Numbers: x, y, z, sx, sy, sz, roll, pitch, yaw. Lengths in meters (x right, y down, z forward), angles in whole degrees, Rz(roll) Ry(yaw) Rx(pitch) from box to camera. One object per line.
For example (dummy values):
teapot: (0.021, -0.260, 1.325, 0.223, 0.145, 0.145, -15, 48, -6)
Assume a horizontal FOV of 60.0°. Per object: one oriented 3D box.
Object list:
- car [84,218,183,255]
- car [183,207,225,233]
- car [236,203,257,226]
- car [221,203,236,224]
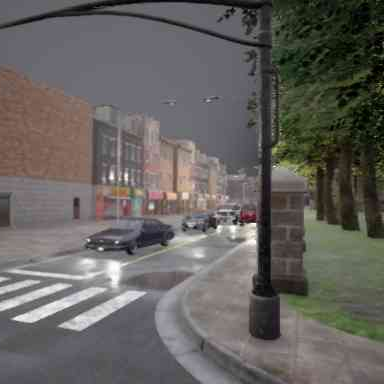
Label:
car: (-2.582, 1.926, 15.504, 2.033, 1.411, 5.357, 0, -2, 22)
car: (0.690, 2.181, 25.377, 2.128, 1.511, 4.902, 0, -2, 18)
car: (6.026, 2.144, 32.040, 2.150, 2.045, 5.566, 0, -2, 18)
car: (4.033, 2.220, 35.368, 2.150, 2.045, 5.566, 0, -2, 18)
